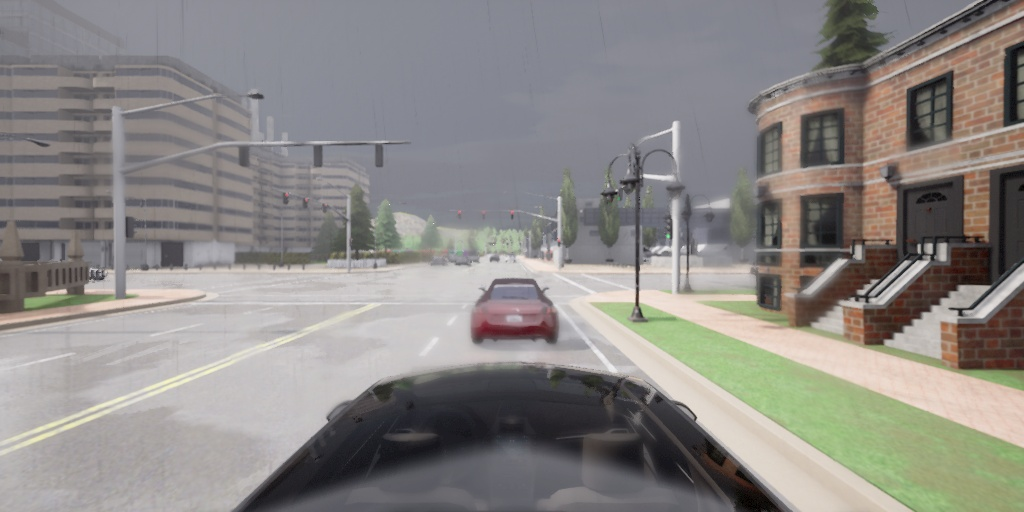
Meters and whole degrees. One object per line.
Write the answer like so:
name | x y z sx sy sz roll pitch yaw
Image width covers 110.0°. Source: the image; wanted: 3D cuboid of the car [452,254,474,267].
car | -7.262 0.821 53.155 1.837 1.490 4.892 0 0 0

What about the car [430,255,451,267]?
car | -10.762 0.882 52.932 1.994 1.385 4.181 0 0 0

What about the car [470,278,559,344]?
car | 0.058 1.249 9.406 1.994 1.385 4.181 0 0 0

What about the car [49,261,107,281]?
car | -30.801 1.083 24.590 4.674 1.442 1.812 0 0 0

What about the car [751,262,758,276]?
car | 16.968 1.113 20.949 4.674 1.442 1.812 0 1 -1

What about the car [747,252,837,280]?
car | 22.003 0.746 28.299 5.566 2.045 2.150 0 1 -3
